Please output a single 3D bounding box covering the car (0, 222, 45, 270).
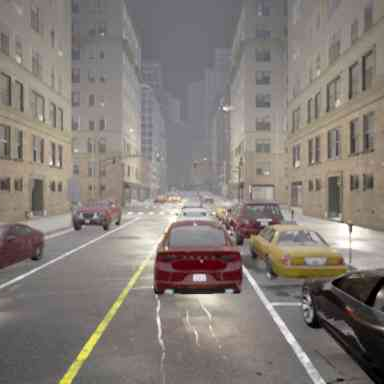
[{"bbox_3d":[-5.747,1.571,9.622,1.802,1.307,4.206,0,0,0],"label":"car"}]

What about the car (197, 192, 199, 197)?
[{"bbox_3d":[2.878,1.207,80.062,1.802,1.307,4.206,1,0,0],"label":"car"}]

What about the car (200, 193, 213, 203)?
[{"bbox_3d":[2.848,1.336,58.366,2.008,1.369,4.403,0,0,0],"label":"car"}]

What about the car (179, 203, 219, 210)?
[{"bbox_3d":[0.121,1.501,16.618,1.812,1.442,4.674,0,0,0],"label":"car"}]

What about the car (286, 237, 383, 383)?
[{"bbox_3d":[2.770,1.564,4.052,1.947,1.339,4.313,0,0,0],"label":"car"}]

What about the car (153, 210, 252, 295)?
[{"bbox_3d":[0.090,1.468,8.762,1.882,1.535,5.008,0,0,-1],"label":"car"}]

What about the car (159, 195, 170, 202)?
[{"bbox_3d":[-5.662,1.255,69.233,1.887,1.381,4.507,1,0,0],"label":"car"}]

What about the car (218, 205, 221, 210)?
[{"bbox_3d":[2.794,1.547,20.708,1.802,1.307,4.206,0,0,0],"label":"car"}]

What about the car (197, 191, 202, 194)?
[{"bbox_3d":[2.895,0.975,90.906,1.967,1.590,4.097,1,1,0],"label":"car"}]

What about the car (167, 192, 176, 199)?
[{"bbox_3d":[-5.629,0.850,90.923,2.192,1.841,5.009,1,0,0],"label":"car"}]

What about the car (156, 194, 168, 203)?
[{"bbox_3d":[-5.669,1.189,63.809,1.967,1.590,4.097,1,0,0],"label":"car"}]

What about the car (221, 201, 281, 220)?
[{"bbox_3d":[2.787,1.294,15.157,2.192,1.841,5.009,0,0,0],"label":"car"}]

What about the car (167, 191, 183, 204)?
[{"bbox_3d":[-2.993,1.134,58.946,2.097,1.767,4.553,0,0,0],"label":"car"}]

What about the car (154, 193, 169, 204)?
[{"bbox_3d":[-5.677,1.330,58.385,1.887,1.381,4.507,0,0,0],"label":"car"}]

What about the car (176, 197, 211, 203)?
[{"bbox_3d":[0.108,1.440,25.760,2.128,1.511,4.902,0,0,0],"label":"car"}]

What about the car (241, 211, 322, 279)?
[{"bbox_3d":[2.779,1.514,9.773,1.752,1.417,4.829,0,0,0],"label":"car"}]

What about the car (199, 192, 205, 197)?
[{"bbox_3d":[2.864,1.234,69.382,1.752,1.417,4.829,1,0,0],"label":"car"}]

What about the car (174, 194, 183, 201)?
[{"bbox_3d":[-2.900,1.175,73.892,1.837,1.490,4.892,0,0,0],"label":"car"}]

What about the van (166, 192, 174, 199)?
[{"bbox_3d":[-5.637,0.921,85.500,1.690,1.788,3.998,1,0,0],"label":"van"}]

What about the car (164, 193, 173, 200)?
[{"bbox_3d":[-5.645,1.065,80.079,1.967,1.590,4.097,1,0,0],"label":"car"}]

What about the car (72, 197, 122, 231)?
[{"bbox_3d":[-5.730,1.280,20.727,2.192,1.841,5.009,0,0,0],"label":"car"}]
